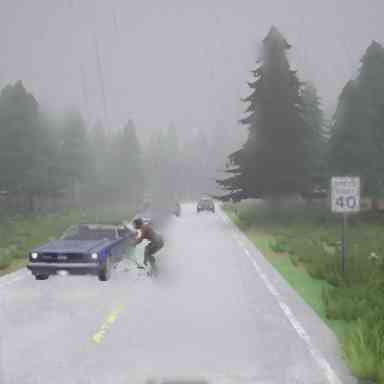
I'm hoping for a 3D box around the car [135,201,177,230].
[{"bbox_3d":[-2.440,1.491,21.167,2.128,1.511,4.902,0,0,3],"label":"car"}]

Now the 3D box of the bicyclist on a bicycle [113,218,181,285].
[{"bbox_3d":[-1.110,1.454,8.047,1.656,1.620,0.582,-2,0,2],"label":"bicyclist on a bicycle"}]

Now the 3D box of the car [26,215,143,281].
[{"bbox_3d":[-2.953,1.600,10.039,1.895,1.301,4.718,0,0,2],"label":"car"}]

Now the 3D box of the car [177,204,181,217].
[{"bbox_3d":[-2.069,1.562,30.580,1.994,1.385,4.181,0,0,2],"label":"car"}]

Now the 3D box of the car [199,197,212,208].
[{"bbox_3d":[2.040,1.475,48.960,1.882,1.535,5.008,0,0,4],"label":"car"}]

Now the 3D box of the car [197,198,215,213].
[{"bbox_3d":[1.553,1.599,37.217,1.895,1.301,4.718,0,0,3],"label":"car"}]
